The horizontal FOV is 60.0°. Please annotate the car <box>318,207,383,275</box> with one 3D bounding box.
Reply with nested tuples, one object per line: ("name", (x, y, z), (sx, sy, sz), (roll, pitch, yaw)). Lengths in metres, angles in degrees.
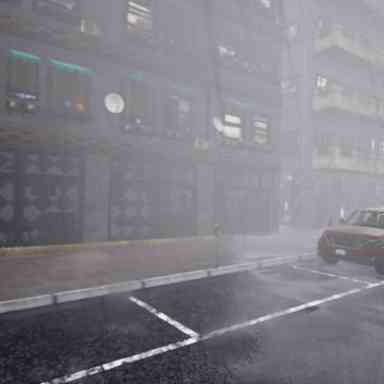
("car", (6.344, 1.442, 11.066), (5.009, 1.841, 2.192), (1, 1, -35))
